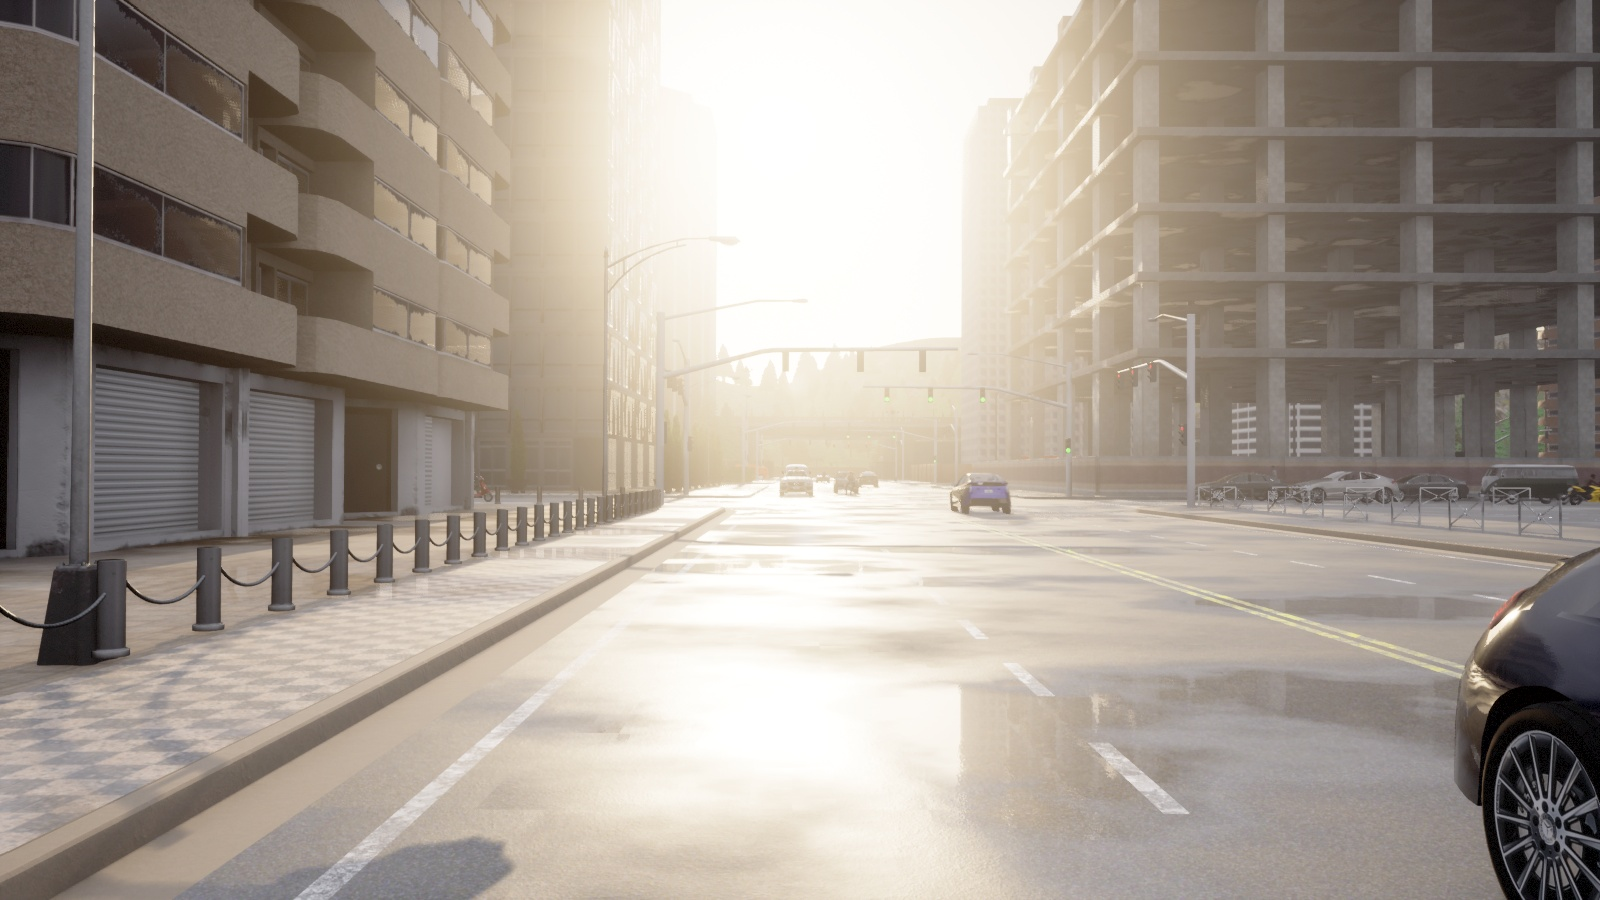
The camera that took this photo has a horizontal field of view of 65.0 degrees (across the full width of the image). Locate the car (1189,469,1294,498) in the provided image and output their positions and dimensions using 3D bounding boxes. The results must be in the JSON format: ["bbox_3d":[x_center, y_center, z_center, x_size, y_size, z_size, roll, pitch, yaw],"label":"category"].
[{"bbox_3d":[23.227,1.780,66.199,4.892,1.490,1.837,0,-1,0],"label":"car"}]

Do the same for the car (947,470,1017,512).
[{"bbox_3d":[6.873,1.534,47.945,2.007,1.525,4.514,0,-1,0],"label":"car"}]

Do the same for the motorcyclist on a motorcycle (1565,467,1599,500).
[{"bbox_3d":[37.415,1.585,59.288,2.044,1.523,0.797,0,-1,0],"label":"motorcyclist on a motorcycle"}]

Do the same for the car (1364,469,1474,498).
[{"bbox_3d":[32.643,1.743,66.259,4.892,1.490,1.837,0,-1,-1],"label":"car"}]

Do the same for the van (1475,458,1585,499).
[{"bbox_3d":[36.441,1.418,62.785,4.442,1.987,1.775,0,-1,0],"label":"van"}]

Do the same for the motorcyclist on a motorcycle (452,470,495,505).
[{"bbox_3d":[-15.234,1.756,58.636,1.817,1.590,0.866,0,-1,0],"label":"motorcyclist on a motorcycle"}]

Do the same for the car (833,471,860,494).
[{"bbox_3d":[3.265,2.267,88.743,1.789,1.549,3.705,0,-1,0],"label":"car"}]

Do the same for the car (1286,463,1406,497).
[{"bbox_3d":[27.222,1.480,62.726,5.027,1.651,2.152,0,-1,0],"label":"car"}]

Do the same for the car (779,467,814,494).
[{"bbox_3d":[-0.211,1.928,79.617,2.152,1.651,5.027,0,-1,0],"label":"car"}]

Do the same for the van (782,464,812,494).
[{"bbox_3d":[-0.235,2.027,88.835,2.069,2.038,4.480,0,-1,0],"label":"van"}]

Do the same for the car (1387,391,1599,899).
[{"bbox_3d":[3.492,0.623,2.625,2.152,1.651,5.027,0,-1,0],"label":"car"}]
